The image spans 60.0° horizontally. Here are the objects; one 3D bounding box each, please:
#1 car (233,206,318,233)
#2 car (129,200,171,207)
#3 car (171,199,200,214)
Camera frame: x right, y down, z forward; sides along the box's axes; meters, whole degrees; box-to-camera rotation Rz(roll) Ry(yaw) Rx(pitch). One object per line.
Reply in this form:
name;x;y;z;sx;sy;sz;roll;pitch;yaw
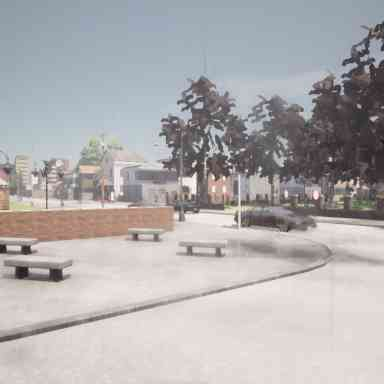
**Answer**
car;4.818;1.547;20.115;2.033;1.411;5.357;0;0;-35
car;-4.630;1.547;33.472;2.033;1.411;5.357;0;0;-35
car;-1.065;1.504;35.651;1.837;1.490;4.892;0;0;-36
